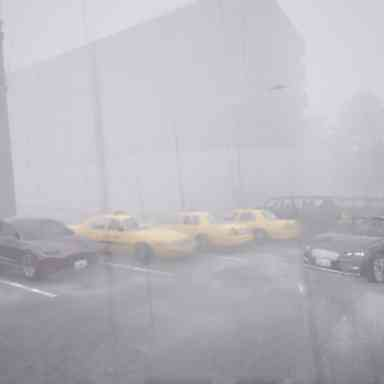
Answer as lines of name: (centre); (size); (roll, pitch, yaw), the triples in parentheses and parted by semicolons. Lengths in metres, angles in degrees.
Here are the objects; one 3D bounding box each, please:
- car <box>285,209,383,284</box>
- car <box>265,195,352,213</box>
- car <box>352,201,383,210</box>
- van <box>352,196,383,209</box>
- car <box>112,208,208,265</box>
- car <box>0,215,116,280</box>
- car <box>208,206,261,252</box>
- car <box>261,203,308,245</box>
car: (5.198, 1.447, 9.564); (4.902, 1.511, 2.128); (0, 0, -36)
car: (4.806, 1.206, 17.065); (5.566, 2.045, 2.435); (-1, -1, 34)
car: (7.414, 1.460, 18.693); (5.366, 1.575, 1.946); (-1, -1, 34)
van: (9.591, 1.255, 20.616); (4.442, 1.987, 1.878); (-1, -1, 34)
car: (-2.310, 1.463, 11.714); (5.366, 1.575, 1.946); (-1, -1, 35)
car: (-4.869, 1.516, 10.064); (4.792, 1.488, 2.163); (-1, -1, 35)
car: (-0.182, 1.459, 13.664); (5.366, 1.575, 1.946); (-1, 0, 34)
car: (2.248, 1.454, 15.409); (5.366, 1.575, 1.946); (-1, -1, 34)
